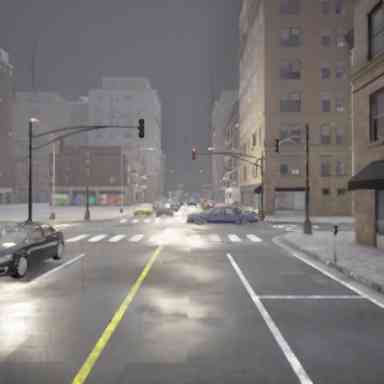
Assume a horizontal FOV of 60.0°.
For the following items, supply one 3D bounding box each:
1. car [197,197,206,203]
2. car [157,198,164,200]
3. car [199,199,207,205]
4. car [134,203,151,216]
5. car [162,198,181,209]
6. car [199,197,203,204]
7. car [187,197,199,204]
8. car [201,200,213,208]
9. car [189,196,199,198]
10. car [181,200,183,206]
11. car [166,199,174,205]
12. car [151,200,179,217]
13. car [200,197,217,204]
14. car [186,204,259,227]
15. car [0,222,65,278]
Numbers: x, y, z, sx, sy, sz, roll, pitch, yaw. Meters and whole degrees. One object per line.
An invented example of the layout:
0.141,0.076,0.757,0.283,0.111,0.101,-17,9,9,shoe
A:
2.668,2.249,93.776,2.192,1.841,5.009,0,-1,0,car
-5.370,2.088,54.146,2.008,1.369,4.403,0,-1,0,car
2.664,2.371,82.451,2.008,1.369,4.403,0,-1,0,car
-5.375,1.892,36.991,1.752,1.417,4.829,0,-1,0,car
-2.823,1.974,45.121,1.812,1.442,4.674,0,-1,0,car
2.655,1.853,54.145,2.192,1.841,5.009,0,-1,0,car
0.022,2.266,66.972,1.895,1.301,4.718,0,-1,0,car
2.657,2.160,59.804,1.947,1.339,4.313,0,-1,0,car
0.025,1.994,77.277,2.150,2.045,5.566,0,-1,0,car
-2.759,2.100,55.681,2.033,1.411,5.357,0,-1,1,car
-5.361,2.344,82.284,1.752,1.417,4.829,0,-1,0,car
-2.822,1.903,35.816,2.033,1.411,5.357,0,-1,-1,car
2.653,1.921,48.482,1.967,1.590,4.097,0,-1,0,car
2.244,1.807,24.931,5.357,1.411,2.033,0,-1,0,car
-5.384,1.654,10.316,2.008,1.369,4.403,0,-1,0,car
